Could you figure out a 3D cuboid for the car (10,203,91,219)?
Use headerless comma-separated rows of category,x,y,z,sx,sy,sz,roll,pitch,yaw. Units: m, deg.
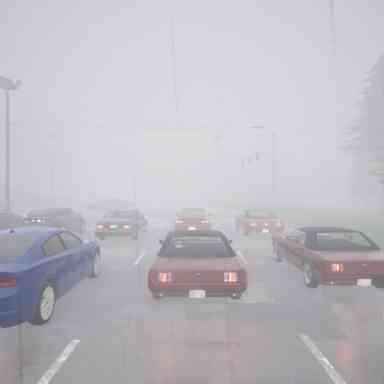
car,-6.935,1.505,16.975,1.837,1.490,4.892,0,0,0

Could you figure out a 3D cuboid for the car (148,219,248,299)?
car,0.091,1.601,8.376,1.895,1.301,4.718,0,0,0

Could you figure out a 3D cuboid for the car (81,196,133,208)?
car,-9.548,1.547,38.561,5.357,1.411,2.033,0,0,-41

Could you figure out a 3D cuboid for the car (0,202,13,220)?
car,-10.436,1.491,16.959,2.128,1.511,4.902,0,0,0

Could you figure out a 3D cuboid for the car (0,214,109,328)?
car,-3.407,1.478,7.118,1.882,1.535,5.008,0,0,0

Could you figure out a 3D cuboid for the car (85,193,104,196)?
car,-15.913,1.223,56.640,2.150,2.045,5.566,2,0,0

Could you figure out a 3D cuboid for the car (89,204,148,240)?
car,-3.429,1.547,16.928,2.033,1.411,5.357,0,0,0

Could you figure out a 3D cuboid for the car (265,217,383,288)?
car,3.592,1.601,9.168,1.895,1.301,4.718,0,0,0

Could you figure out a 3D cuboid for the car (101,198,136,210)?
car,-9.705,1.564,43.932,1.994,1.385,4.181,0,0,38

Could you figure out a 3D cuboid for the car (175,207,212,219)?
car,0.053,1.526,17.479,1.812,1.442,4.674,0,0,1

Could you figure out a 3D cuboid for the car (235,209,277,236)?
car,3.542,1.601,18.336,1.895,1.301,4.718,0,0,-1

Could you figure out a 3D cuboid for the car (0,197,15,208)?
car,-28.393,1.526,48.086,4.674,1.442,1.812,0,0,-1

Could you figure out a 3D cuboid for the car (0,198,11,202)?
car,-27.008,1.491,44.607,4.902,1.511,2.128,0,0,-2
